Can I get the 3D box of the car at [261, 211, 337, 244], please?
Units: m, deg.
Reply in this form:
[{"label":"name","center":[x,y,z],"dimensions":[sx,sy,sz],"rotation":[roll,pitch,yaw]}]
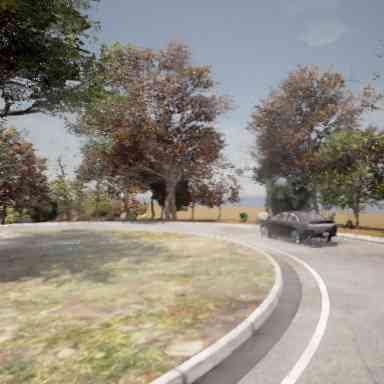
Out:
[{"label":"car","center":[5.357,1.762,17.389],"dimensions":[2.128,1.511,4.902],"rotation":[0,-1,-17]}]
